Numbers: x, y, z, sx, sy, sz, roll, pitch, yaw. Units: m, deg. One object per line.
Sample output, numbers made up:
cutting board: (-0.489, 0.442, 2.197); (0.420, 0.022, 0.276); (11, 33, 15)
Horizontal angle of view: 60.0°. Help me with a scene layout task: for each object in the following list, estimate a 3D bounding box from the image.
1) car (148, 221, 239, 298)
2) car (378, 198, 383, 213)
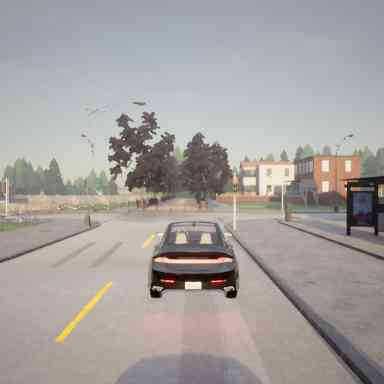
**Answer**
car: (0.049, 1.492, 8.484); (2.128, 1.511, 4.902); (0, 0, 1)
car: (18.442, 1.352, 33.377); (4.553, 1.767, 2.097); (0, 0, 0)
